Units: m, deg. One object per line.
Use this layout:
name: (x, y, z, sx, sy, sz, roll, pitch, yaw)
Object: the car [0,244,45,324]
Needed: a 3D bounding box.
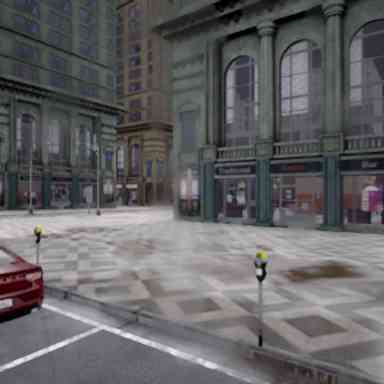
car: (-4.607, 1.528, 6.251, 4.507, 1.381, 1.887, 0, 0, 35)
